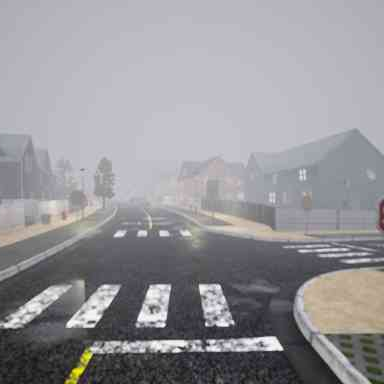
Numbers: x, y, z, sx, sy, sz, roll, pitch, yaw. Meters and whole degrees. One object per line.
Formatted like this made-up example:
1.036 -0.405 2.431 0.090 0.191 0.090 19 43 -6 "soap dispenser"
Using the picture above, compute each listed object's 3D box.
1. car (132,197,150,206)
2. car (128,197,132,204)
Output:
-8.227 1.657 55.404 2.033 1.411 5.357 0 0 -17 "car"
-11.335 1.627 65.415 1.882 1.535 5.008 0 0 -17 "car"
